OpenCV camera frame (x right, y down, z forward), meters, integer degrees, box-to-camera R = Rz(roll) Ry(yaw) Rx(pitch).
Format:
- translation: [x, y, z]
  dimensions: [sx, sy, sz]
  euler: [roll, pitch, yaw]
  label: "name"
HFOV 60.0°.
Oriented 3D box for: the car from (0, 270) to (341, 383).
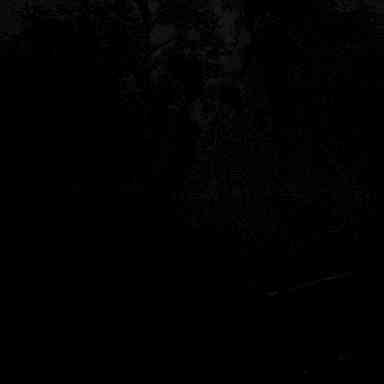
- translation: [-0.840, 1.544, 3.148]
  dimensions: [5.357, 1.411, 2.033]
  euler: [0, 0, -36]
  label: "car"
